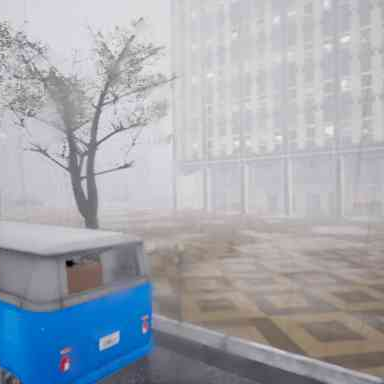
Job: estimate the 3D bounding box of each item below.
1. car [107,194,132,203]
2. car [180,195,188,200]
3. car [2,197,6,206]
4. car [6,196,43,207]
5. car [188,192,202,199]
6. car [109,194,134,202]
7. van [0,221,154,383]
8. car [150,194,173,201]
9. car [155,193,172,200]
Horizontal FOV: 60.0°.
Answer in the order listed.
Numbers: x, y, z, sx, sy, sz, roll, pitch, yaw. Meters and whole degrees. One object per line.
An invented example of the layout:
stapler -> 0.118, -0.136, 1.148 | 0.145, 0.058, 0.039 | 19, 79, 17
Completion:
car -> -13.215, 1.170, 59.817 | 1.967, 1.590, 4.097 | -1, 0, 36
car -> -3.477, 1.156, 73.240 | 1.887, 1.381, 4.507 | -1, 0, 36
car -> -29.732, 1.543, 51.317 | 1.887, 1.381, 4.507 | -1, 0, 36
car -> -22.951, 1.295, 46.394 | 1.967, 1.590, 4.097 | -1, 0, 36
car -> -0.232, 1.153, 77.715 | 1.802, 1.307, 4.206 | -1, 0, 36
car -> -14.372, 1.279, 67.923 | 1.837, 1.490, 4.892 | -1, 0, 36
van -> -2.384, 1.353, 4.629 | 3.998, 1.788, 1.690 | 0, -1, 36
car -> -6.723, 1.201, 68.766 | 2.008, 1.369, 4.403 | -1, 0, 36
car -> -7.015, 1.155, 82.636 | 1.967, 1.590, 4.097 | -1, 0, 36
